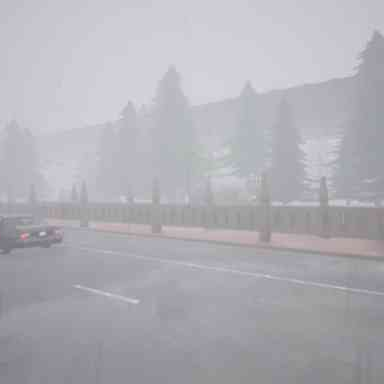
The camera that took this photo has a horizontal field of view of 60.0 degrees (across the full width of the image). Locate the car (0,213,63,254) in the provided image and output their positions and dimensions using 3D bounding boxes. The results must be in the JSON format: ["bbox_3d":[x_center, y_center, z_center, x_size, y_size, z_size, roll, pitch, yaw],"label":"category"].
[{"bbox_3d":[-7.549,1.596,13.732,5.357,1.411,2.033,0,0,36],"label":"car"}]
